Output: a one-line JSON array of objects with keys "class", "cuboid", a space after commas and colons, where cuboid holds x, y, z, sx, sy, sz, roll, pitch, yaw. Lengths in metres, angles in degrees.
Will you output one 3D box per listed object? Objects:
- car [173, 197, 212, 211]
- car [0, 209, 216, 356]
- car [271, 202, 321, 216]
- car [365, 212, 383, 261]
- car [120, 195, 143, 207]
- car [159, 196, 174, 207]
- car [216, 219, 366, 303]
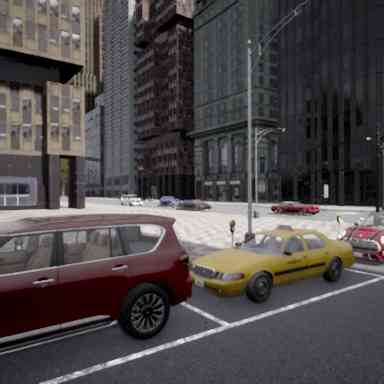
[{"class": "car", "cuboid": [0.255, 1.639, 41.508, 2.033, 1.411, 5.357, 0, 0, -36]}, {"class": "car", "cuboid": [-2.309, 1.314, 5.008, 5.009, 1.841, 2.192, 0, 0, -36]}, {"class": "car", "cuboid": [10.287, 1.638, 33.088, 1.895, 1.301, 4.718, 0, 0, -36]}, {"class": "car", "cuboid": [6.795, 1.428, 11.540, 4.097, 1.590, 1.967, 0, 0, -36]}, {"class": "car", "cuboid": [-10.293, 1.470, 56.391, 2.150, 2.045, 5.566, 0, 0, -36]}, {"class": "car", "cuboid": [-3.292, 1.456, 52.093, 2.097, 1.767, 4.553, 0, 0, -35]}, {"class": "car", "cuboid": [2.105, 1.519, 8.175, 4.829, 1.417, 1.752, 0, 0, -36]}]
